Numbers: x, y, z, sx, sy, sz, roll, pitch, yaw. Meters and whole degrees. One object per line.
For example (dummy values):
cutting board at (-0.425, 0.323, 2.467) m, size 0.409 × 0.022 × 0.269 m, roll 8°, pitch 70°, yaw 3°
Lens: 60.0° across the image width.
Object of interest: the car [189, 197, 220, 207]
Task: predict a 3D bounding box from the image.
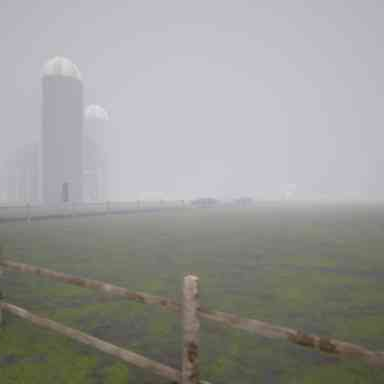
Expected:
car at (2.122, 1.479, 49.034) m, size 2.033 × 1.411 × 5.357 m, roll 0°, pitch 0°, yaw 36°

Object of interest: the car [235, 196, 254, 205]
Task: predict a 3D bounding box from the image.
car at (9.432, 1.483, 59.279) m, size 1.994 × 1.385 × 4.181 m, roll 0°, pitch 0°, yaw 36°

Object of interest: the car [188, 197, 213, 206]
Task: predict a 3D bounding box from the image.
car at (1.378, 1.474, 52.833) m, size 1.994 × 1.385 × 4.181 m, roll 0°, pitch 0°, yaw 36°
